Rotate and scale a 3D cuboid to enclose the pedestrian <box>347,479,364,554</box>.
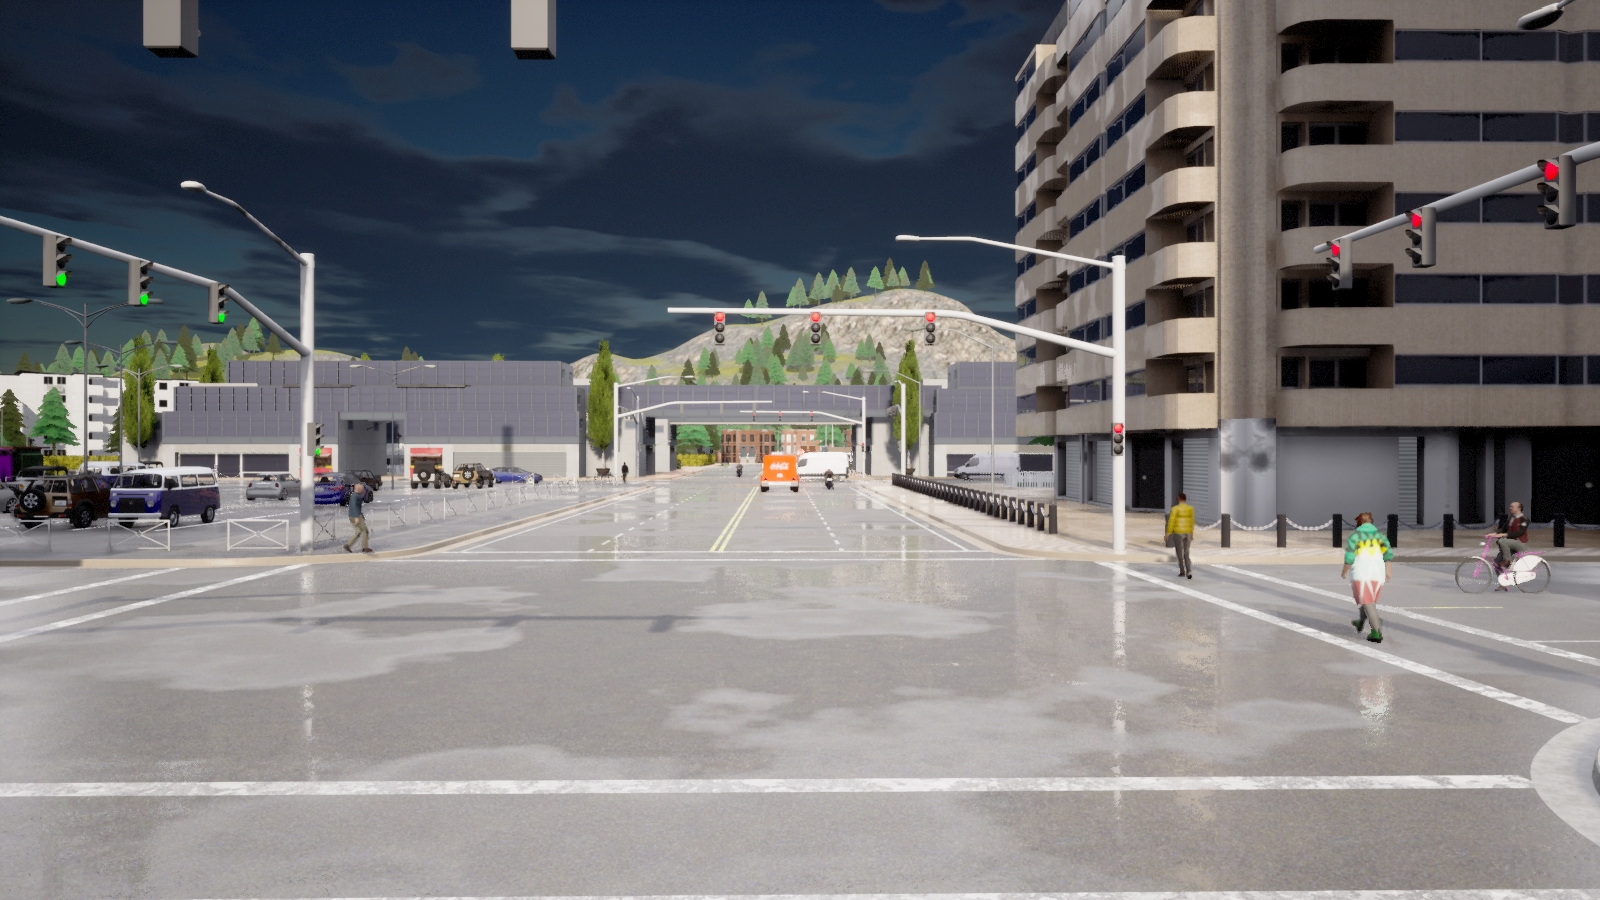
[{"bbox_3d":[-11.271,1.679,28.963,0.375,1.860,0.375,0,0,-26],"label":"pedestrian"}]

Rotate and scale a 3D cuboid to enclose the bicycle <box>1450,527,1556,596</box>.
[{"bbox_3d":[13.309,2.105,21.635,1.835,1.271,0.329,0,0,-2],"label":"bicycle"}]

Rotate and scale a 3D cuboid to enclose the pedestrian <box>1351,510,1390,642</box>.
[{"bbox_3d":[8.238,1.804,16.494,0.375,1.860,0.375,0,0,0],"label":"pedestrian"}]

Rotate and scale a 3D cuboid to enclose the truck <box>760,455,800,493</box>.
[{"bbox_3d":[-1.366,1.564,77.071,2.627,2.467,5.204,0,0,-1],"label":"truck"}]

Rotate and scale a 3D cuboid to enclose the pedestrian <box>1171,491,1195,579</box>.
[{"bbox_3d":[8.168,1.806,24.375,0.375,1.860,0.375,0,0,-4],"label":"pedestrian"}]
